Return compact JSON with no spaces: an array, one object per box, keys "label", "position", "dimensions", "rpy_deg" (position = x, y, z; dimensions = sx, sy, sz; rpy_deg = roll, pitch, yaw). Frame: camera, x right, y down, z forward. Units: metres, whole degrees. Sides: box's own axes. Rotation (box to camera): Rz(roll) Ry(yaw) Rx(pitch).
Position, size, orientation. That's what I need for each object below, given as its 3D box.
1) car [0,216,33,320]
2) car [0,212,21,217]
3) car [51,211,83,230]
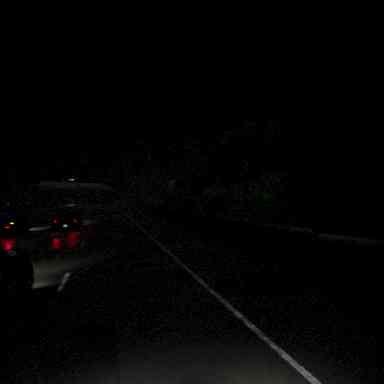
[{"label":"car","position":[-4.438,1.551,6.063],"dimensions":[2.097,1.767,4.553],"rpy_deg":[-2,0,-14]},{"label":"car","position":[-12.079,2.063,21.833],"dimensions":[1.812,1.442,4.674],"rpy_deg":[-2,0,-14]},{"label":"car","position":[-9.338,2.075,25.239],"dimensions":[1.895,1.301,4.718],"rpy_deg":[-2,0,-14]}]
